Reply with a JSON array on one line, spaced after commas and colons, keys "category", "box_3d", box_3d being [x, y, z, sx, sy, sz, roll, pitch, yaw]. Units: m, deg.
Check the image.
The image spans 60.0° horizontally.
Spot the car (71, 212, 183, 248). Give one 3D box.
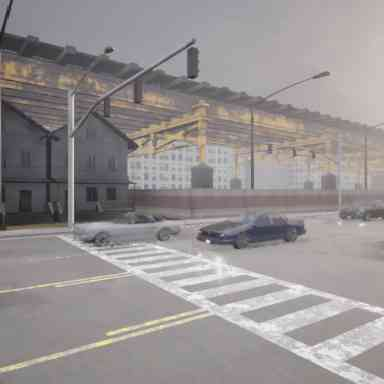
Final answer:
[{"category": "car", "box_3d": [-2.835, 1.601, 14.861, 4.718, 1.301, 1.895, 0, 0, -35]}]

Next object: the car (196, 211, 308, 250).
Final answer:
[{"category": "car", "box_3d": [2.790, 1.547, 14.570, 5.357, 1.411, 2.033, 0, 0, -35]}]

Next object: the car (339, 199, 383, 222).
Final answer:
[{"category": "car", "box_3d": [13.854, 1.352, 26.743, 4.553, 1.767, 2.097, 0, 0, -35]}]
